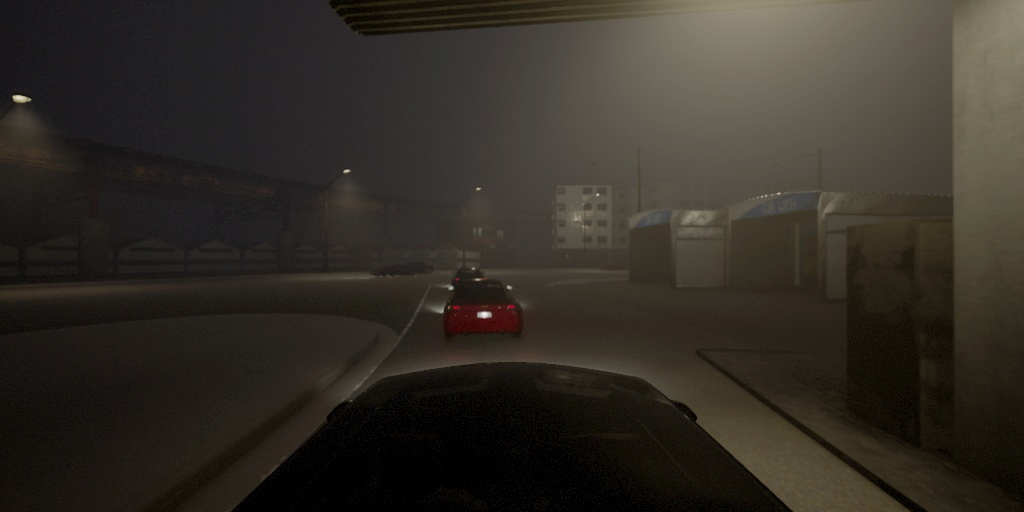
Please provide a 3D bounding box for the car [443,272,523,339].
[{"bbox_3d":[-0.888,1.339,10.299,1.994,1.385,4.181,0,0,-7],"label":"car"}]

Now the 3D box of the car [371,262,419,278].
[{"bbox_3d":[-11.972,1.416,36.131,4.181,1.385,1.994,0,-1,-42],"label":"car"}]

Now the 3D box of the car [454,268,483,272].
[{"bbox_3d":[-2.500,1.369,20.900,1.994,1.385,4.181,0,0,-9],"label":"car"}]

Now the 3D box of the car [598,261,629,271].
[{"bbox_3d":[14.362,1.410,50.072,4.674,1.442,1.812,0,0,-2],"label":"car"}]

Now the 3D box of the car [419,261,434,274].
[{"bbox_3d":[-11.371,1.372,41.145,4.892,1.490,1.837,1,-2,-37],"label":"car"}]
